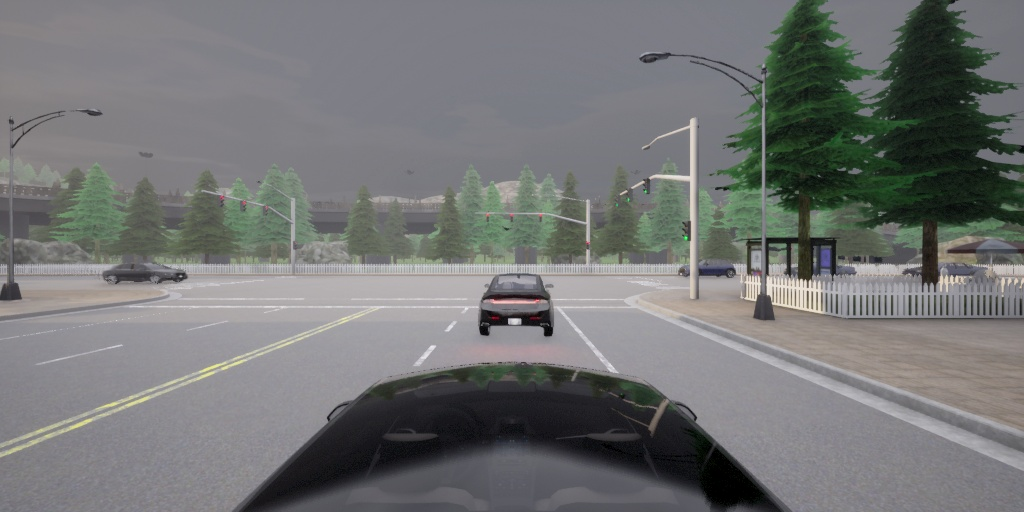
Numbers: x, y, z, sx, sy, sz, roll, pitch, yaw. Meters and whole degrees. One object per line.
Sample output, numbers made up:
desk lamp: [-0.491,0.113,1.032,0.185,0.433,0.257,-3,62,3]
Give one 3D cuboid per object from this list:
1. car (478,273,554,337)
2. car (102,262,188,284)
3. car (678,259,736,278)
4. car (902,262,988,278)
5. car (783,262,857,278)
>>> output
car: [0.180,1.242,10.372,2.128,1.511,4.902,0,0,3]
car: [-25.835,1.200,25.328,4.892,1.490,1.837,0,0,0]
car: [17.514,1.046,32.366,4.553,1.767,2.097,0,0,0]
car: [38.061,1.242,31.528,5.357,1.411,2.033,0,0,10]
car: [27.671,1.242,32.274,5.357,1.411,2.033,0,0,1]
